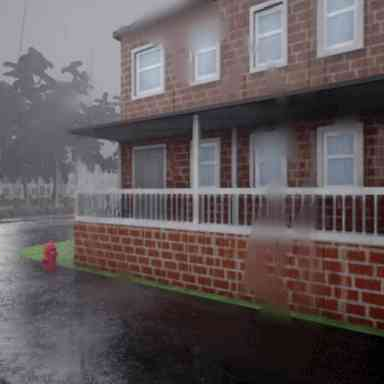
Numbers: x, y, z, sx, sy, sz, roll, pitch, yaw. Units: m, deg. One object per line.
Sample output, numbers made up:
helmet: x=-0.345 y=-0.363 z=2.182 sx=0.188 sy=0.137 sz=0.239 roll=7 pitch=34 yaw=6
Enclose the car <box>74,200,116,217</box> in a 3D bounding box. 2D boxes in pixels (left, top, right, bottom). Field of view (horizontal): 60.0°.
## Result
car: x=-7.742 y=1.498 z=28.565 sx=1.837 sy=1.490 sz=4.892 roll=0 pitch=0 yaw=36
